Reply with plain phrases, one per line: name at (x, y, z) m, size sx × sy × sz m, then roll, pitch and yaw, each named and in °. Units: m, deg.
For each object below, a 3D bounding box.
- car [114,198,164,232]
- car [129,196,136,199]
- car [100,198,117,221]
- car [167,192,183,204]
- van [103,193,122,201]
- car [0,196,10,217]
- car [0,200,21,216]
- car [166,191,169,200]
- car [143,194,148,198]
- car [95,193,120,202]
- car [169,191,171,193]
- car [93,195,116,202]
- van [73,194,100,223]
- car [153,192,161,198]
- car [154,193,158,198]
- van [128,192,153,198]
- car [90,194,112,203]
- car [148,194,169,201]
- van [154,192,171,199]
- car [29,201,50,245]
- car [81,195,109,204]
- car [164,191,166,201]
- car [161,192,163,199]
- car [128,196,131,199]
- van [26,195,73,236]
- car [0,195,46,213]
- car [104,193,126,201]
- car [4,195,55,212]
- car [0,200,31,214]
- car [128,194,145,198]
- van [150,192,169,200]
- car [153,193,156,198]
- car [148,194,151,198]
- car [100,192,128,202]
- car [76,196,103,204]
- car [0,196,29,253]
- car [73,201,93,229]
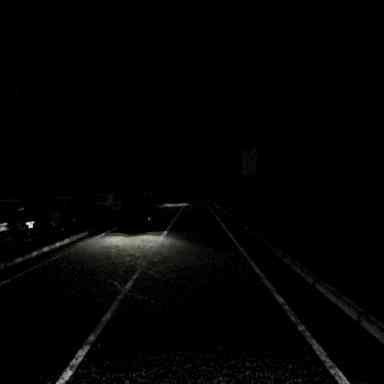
car at (-3.014, 1.389, 20.030) m, size 1.882 × 1.535 × 5.008 m, roll -1°, pitch 0°, yaw 1°
car at (-8.466, 1.463, 33.105) m, size 4.792 × 1.488 × 2.163 m, roll -1°, pitch 0°, yaw 1°
car at (-8.565, 1.490, 24.697) m, size 5.008 × 1.535 × 2.097 m, roll -1°, pitch 0°, yaw 1°
car at (-2.639, 1.222, 56.493) m, size 1.837 × 1.490 × 4.892 m, roll -1°, pitch 0°, yaw 1°
van at (-21.199, 1.333, 88.720) m, size 4.442 × 1.987 × 1.878 m, roll -1°, pitch 0°, yaw 1°
car at (-21.551, 1.524, 33.050) m, size 5.566 × 2.045 × 2.435 m, roll -1°, pitch 0°, yaw 1°
car at (-21.542, 1.761, 35.838) m, size 5.008 × 1.535 × 2.097 m, roll -1°, pitch 0°, yaw 1°
car at (-8.150, 1.034, 69.543) m, size 5.566 × 2.045 × 2.435 m, roll -1°, pitch 0°, yaw 1°
car at (-8.607, 1.394, 41.514) m, size 5.366 × 1.575 × 1.946 m, roll -1°, pitch 0°, yaw 1°
car at (-21.161, 1.326, 83.169) m, size 5.566 × 2.045 × 2.435 m, roll -1°, pitch 0°, yaw 0°
car at (-8.125, 1.024, 72.346) m, size 5.566 × 2.045 × 2.435 m, roll -1°, pitch 0°, yaw 1°
car at (-21.121, 1.616, 80.394) m, size 4.792 × 1.488 × 2.163 m, roll -1°, pitch 0°, yaw 0°
van at (-8.718, 1.288, 21.893) m, size 4.442 × 1.987 × 1.878 m, roll -1°, pitch 0°, yaw 1°
car at (-8.291, 1.339, 55.528) m, size 5.008 × 1.535 × 2.097 m, roll -1°, pitch 0°, yaw 1°
car at (-8.292, 1.379, 52.725) m, size 4.792 × 1.488 × 2.163 m, roll -1°, pitch 0°, yaw 1°
van at (-8.261, 1.142, 47.117) m, size 4.442 × 1.987 × 1.878 m, roll -1°, pitch 0°, yaw 1°
car at (-21.210, 1.473, 77.617) m, size 4.553 × 1.767 × 2.185 m, roll -1°, pitch 0°, yaw 1°
car at (-8.065, 1.245, 80.756) m, size 4.892 × 1.521 × 2.231 m, roll -1°, pitch 0°, yaw 1°
van at (-8.094, 0.979, 91.968) m, size 4.442 × 1.987 × 1.878 m, roll -1°, pitch 0°, yaw 1°
car at (-8.646, 1.443, 13.482) m, size 4.553 × 1.767 × 2.185 m, roll -1°, pitch 0°, yaw 1°
car at (-21.040, 1.611, 72.065) m, size 5.366 × 1.575 × 1.946 m, roll -1°, pitch 0°, yaw 1°
car at (-8.169, 1.171, 66.740) m, size 4.553 × 1.767 × 2.185 m, roll -1°, pitch 0°, yaw 1°
car at (-8.281, 1.193, 61.134) m, size 4.553 × 1.767 × 2.185 m, roll -1°, pitch 0°, yaw 1°
car at (-8.516, 1.453, 30.307) m, size 4.892 × 1.521 × 2.231 m, roll -1°, pitch 0°, yaw 1°
van at (-8.537, 1.321, 16.284) m, size 4.442 × 1.987 × 1.878 m, roll -1°, pitch 0°, yaw 1°
car at (-21.476, 1.482, 41.405) m, size 5.566 × 2.045 × 2.435 m, roll -1°, pitch 0°, yaw 1°
car at (-21.087, 1.295, 91.495) m, size 5.566 × 2.045 × 2.435 m, roll -1°, pitch 0°, yaw 1°
car at (-21.453, 1.472, 44.067) m, size 5.566 × 2.045 × 2.435 m, roll -1°, pitch 0°, yaw 1°
car at (-21.520, 1.787, 38.499) m, size 4.674 × 1.452 × 2.002 m, roll -1°, pitch 0°, yaw 1°
car at (-8.441, 1.404, 38.713) m, size 5.008 × 1.535 × 2.097 m, roll -1°, pitch 0°, yaw 1°
van at (-8.169, 1.011, 83.560) m, size 4.442 × 1.987 × 1.878 m, roll -1°, pitch 0°, yaw 1°
car at (-8.317, 1.389, 49.922) m, size 4.792 × 1.488 × 2.163 m, roll -1°, pitch 0°, yaw 1°
car at (-8.425, 1.412, 44.316) m, size 4.792 × 1.488 × 2.163 m, roll -1°, pitch 0°, yaw 1°
car at (-8.581, 1.221, 27.499) m, size 5.566 × 2.045 × 2.435 m, roll -1°, pitch 0°, yaw 1°
car at (-21.255, 1.630, 69.290) m, size 4.892 × 1.521 × 2.231 m, roll -1°, pitch 0°, yaw 1°
car at (-8.737, 1.342, 10.681) m, size 5.566 × 2.045 × 2.435 m, roll -1°, pitch 0°, yaw 1°
car at (-8.615, 1.531, 19.091) m, size 4.892 × 1.521 × 2.231 m, roll -1°, pitch 0°, yaw 1°
